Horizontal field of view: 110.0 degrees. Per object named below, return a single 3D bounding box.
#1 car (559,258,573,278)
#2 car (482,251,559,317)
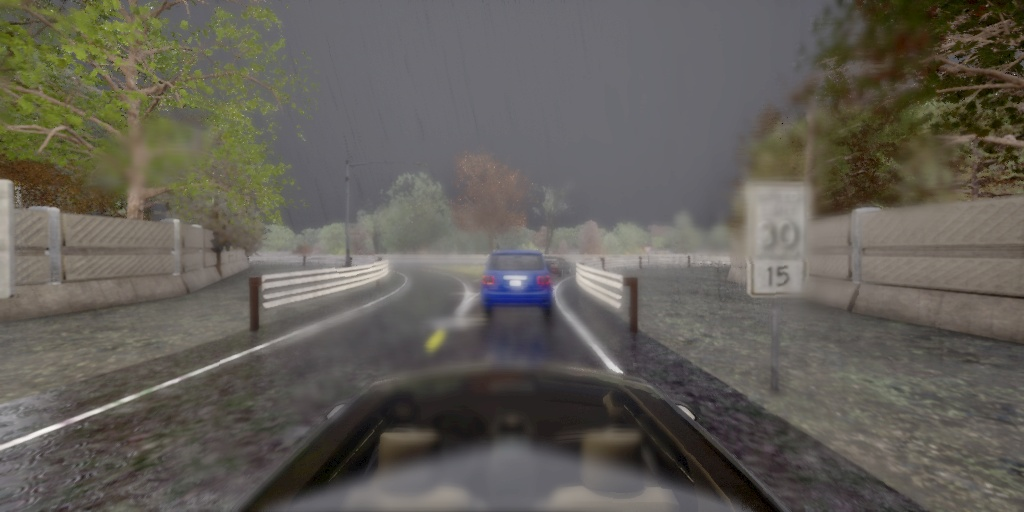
[{"bbox_3d":[3.633,0.903,28.737,1.837,1.490,4.892,0,1,21],"label":"car"},{"bbox_3d":[0.267,0.830,12.584,2.150,2.045,5.566,0,1,2],"label":"car"}]
